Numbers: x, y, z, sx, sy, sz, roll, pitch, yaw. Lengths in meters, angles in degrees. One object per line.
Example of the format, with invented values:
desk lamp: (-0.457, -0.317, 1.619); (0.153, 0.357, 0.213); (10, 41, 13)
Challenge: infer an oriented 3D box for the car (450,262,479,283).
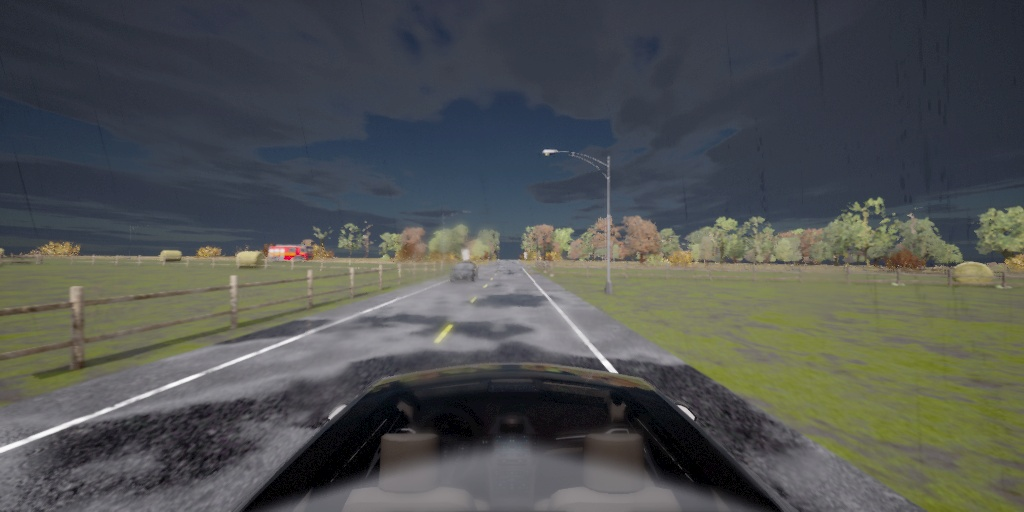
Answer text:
car: (-3.602, 1.262, 27.759); (1.837, 1.490, 4.892); (0, 0, 0)
